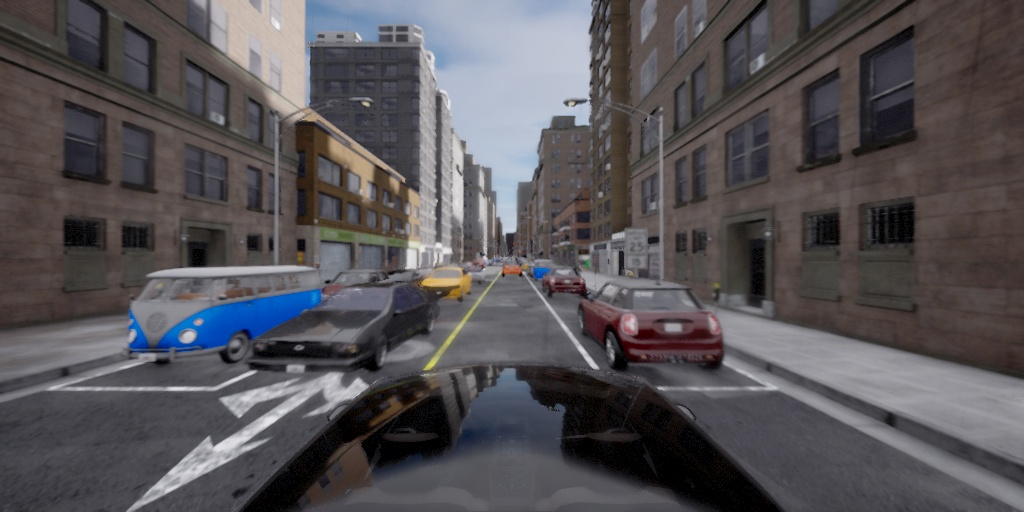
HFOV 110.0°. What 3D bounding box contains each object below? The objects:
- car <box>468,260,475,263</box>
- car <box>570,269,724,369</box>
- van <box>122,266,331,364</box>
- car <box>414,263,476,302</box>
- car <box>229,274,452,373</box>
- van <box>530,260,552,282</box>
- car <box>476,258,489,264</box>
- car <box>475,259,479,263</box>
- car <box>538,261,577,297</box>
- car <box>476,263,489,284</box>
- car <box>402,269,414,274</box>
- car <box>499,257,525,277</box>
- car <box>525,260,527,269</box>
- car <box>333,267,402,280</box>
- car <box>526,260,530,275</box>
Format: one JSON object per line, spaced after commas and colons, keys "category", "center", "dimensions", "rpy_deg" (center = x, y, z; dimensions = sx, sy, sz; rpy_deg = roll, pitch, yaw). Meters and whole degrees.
{"category": "car", "center": [-5.858, 1.467, 41.868], "dimensions": [1.948, 1.339, 4.313], "rpy_deg": [0, 0, 0]}
{"category": "car", "center": [2.668, 1.213, 7.861], "dimensions": [1.967, 1.591, 4.097], "rpy_deg": [0, 0, 0]}
{"category": "van", "center": [-5.857, 1.116, 7.858], "dimensions": [1.690, 1.789, 3.998], "rpy_deg": [0, 0, 0]}
{"category": "car", "center": [-3.101, 1.290, 17.759], "dimensions": [1.882, 1.535, 5.008], "rpy_deg": [0, 0, 0]}
{"category": "car", "center": [-3.073, 1.323, 8.057], "dimensions": [2.033, 1.411, 5.357], "rpy_deg": [0, 0, 4]}
{"category": "van", "center": [2.667, 1.200, 30.537], "dimensions": [1.690, 1.789, 3.998], "rpy_deg": [0, 0, 0]}
{"category": "car", "center": [-5.859, 1.292, 64.541], "dimensions": [2.192, 1.841, 5.009], "rpy_deg": [0, 0, 0]}
{"category": "car", "center": [-5.858, 1.465, 47.536], "dimensions": [1.888, 1.381, 4.507], "rpy_deg": [0, 0, 0]}
{"category": "car", "center": [2.668, 1.257, 19.199], "dimensions": [1.967, 1.591, 4.097], "rpy_deg": [0, 0, 0]}
{"category": "car", "center": [-3.093, 1.451, 27.677], "dimensions": [1.895, 1.301, 4.718], "rpy_deg": [0, 0, 0]}
{"category": "car", "center": [-5.858, 1.384, 19.195], "dimensions": [1.948, 1.339, 4.313], "rpy_deg": [0, 0, 0]}
{"category": "car", "center": [0.000, 1.238, 37.810], "dimensions": [2.097, 1.767, 4.553], "rpy_deg": [0, 0, 0]}
{"category": "car", "center": [2.667, 1.450, 41.876], "dimensions": [2.007, 1.370, 4.403], "rpy_deg": [0, 0, 0]}
{"category": "car", "center": [-5.858, 1.237, 13.526], "dimensions": [1.967, 1.591, 4.097], "rpy_deg": [0, 0, 0]}
{"category": "car", "center": [2.667, 1.405, 36.376], "dimensions": [1.751, 1.417, 4.829], "rpy_deg": [0, 0, 0]}
